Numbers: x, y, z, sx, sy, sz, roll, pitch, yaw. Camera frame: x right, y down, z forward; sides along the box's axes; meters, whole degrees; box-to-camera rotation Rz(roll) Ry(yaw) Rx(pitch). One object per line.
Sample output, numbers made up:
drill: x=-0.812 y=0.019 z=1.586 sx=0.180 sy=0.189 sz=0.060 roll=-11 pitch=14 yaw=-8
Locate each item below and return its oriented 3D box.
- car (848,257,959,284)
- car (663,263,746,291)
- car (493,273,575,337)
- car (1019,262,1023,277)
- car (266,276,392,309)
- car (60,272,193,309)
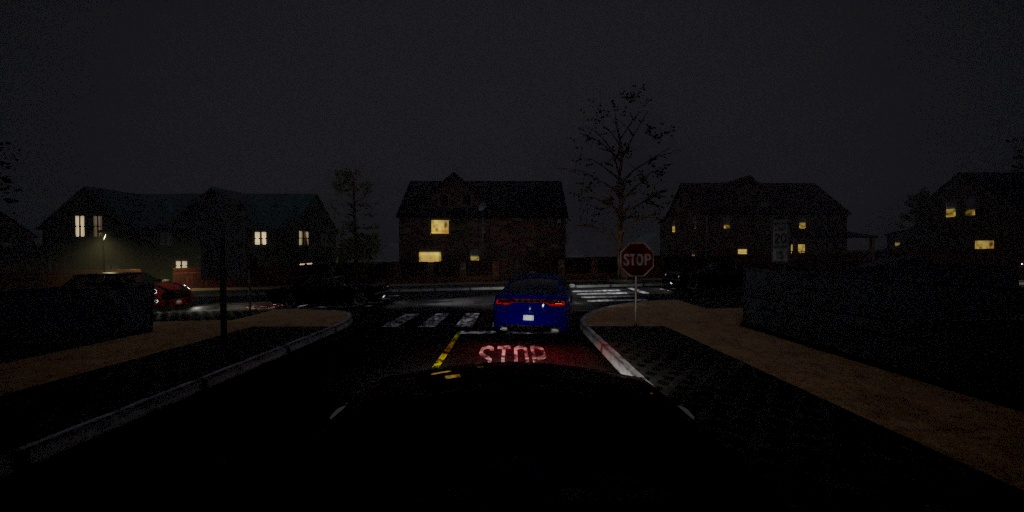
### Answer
car: x=20.062 y=0.753 z=18.605 sx=5.357 sy=1.411 sz=2.033 roll=-1 pitch=1 yaw=0
car: x=10.416 y=1.034 z=18.572 sx=4.718 sy=1.301 sz=1.895 roll=-1 pitch=1 yaw=-1
car: x=0.789 y=1.226 z=10.440 sx=1.882 sy=1.535 sz=5.008 roll=0 pitch=0 yaw=10
car: x=29.572 y=0.334 z=18.593 sx=4.553 sy=1.767 sz=2.097 roll=-1 pitch=1 yaw=0
car: x=-7.807 y=1.506 z=15.651 sx=4.718 sy=1.301 sz=1.895 roll=-1 pitch=1 yaw=0
car: x=-16.795 y=1.472 z=15.646 sx=4.553 sy=1.767 sz=2.097 roll=-1 pitch=1 yaw=0
